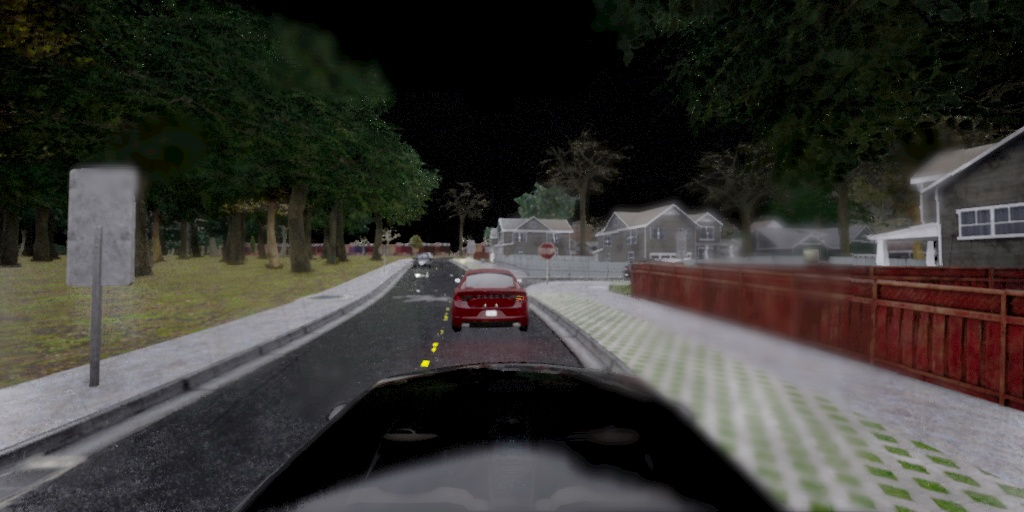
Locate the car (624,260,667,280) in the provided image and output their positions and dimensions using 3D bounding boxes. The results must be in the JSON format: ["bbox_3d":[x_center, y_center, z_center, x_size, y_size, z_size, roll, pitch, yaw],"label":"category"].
[{"bbox_3d":[10.090,1.041,24.487,4.892,1.490,1.837,1,-2,-12],"label":"car"}]

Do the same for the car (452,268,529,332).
[{"bbox_3d":[-0.671,1.093,10.479,1.882,1.535,5.008,0,1,-5],"label":"car"}]

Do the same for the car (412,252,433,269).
[{"bbox_3d":[-9.611,0.513,38.483,2.128,1.511,4.902,0,1,-13],"label":"car"}]

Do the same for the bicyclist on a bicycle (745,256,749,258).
[{"bbox_3d":[14.906,0.818,22.523,0.582,1.620,1.656,1,-2,-13],"label":"bicyclist on a bicycle"}]
